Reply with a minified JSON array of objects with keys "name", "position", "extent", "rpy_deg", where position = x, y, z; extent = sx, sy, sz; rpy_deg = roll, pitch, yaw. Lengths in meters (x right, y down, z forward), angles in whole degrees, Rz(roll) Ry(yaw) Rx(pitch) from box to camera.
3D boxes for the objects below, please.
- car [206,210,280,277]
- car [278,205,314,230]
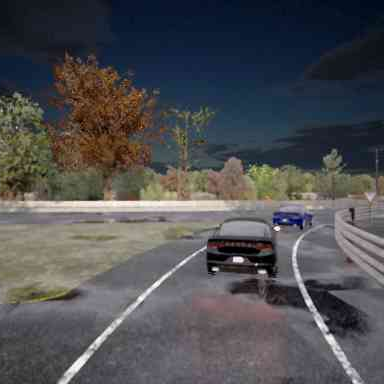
[{"name":"car","position":[1.747,1.532,10.596],"extent":[1.882,1.535,5.008],"rpy_deg":[0,0,14]},{"name":"car","position":[6.948,1.602,22.568],"extent":[1.882,1.535,5.008],"rpy_deg":[0,0,30]}]
